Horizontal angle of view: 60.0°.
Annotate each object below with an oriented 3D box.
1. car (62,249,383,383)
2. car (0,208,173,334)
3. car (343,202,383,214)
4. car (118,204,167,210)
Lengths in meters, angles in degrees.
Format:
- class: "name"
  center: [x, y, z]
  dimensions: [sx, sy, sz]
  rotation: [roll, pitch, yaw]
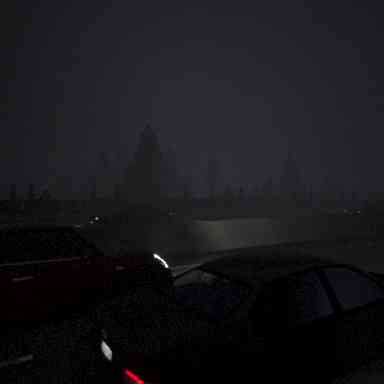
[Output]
- class: "car"
  center: [1.310, 1.539, 4.483]
  dimensions: [5.357, 1.411, 2.033]
  rotation: [0, 0, -32]
- class: "car"
  center: [-2.587, 1.331, 6.005]
  dimensions: [4.553, 1.767, 2.097]
  rotation: [0, 0, -35]
- class: "car"
  center: [14.348, 1.513, 26.466]
  dimensions: [4.902, 1.511, 2.128]
  rotation: [0, 0, -19]
- class: "car"
  center: [-3.916, 1.499, 21.948]
  dimensions: [5.357, 1.411, 2.033]
  rotation: [0, 0, -30]
